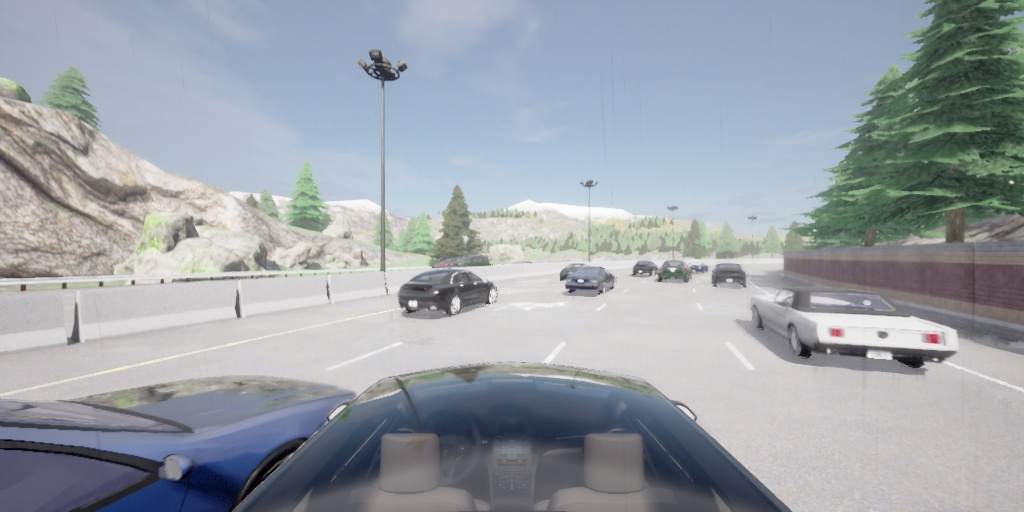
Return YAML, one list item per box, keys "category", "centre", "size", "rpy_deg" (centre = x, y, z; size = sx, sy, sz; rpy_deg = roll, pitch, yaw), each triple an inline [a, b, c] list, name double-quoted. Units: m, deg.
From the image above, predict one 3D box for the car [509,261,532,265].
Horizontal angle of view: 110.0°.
- category: "car"
  centre: [1.026, 1.268, 42.749]
  size: [2.033, 1.411, 5.357]
  rpy_deg: [0, 0, 33]

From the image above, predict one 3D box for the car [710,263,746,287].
- category: "car"
  centre: [14.611, 1.242, 24.247]
  size: [1.837, 1.490, 4.892]
  rpy_deg: [0, 0, 29]

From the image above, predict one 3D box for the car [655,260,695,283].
- category: "car"
  centre: [12.925, 1.086, 28.284]
  size: [2.097, 1.767, 4.553]
  rpy_deg: [0, 0, 30]

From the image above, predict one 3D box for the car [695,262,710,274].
- category: "car"
  centre: [21.005, 1.329, 40.547]
  size: [1.895, 1.301, 4.718]
  rpy_deg: [0, 0, 36]

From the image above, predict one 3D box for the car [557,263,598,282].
- category: "car"
  centre: [5.426, 1.295, 29.278]
  size: [1.994, 1.385, 4.181]
  rpy_deg: [0, 0, 29]

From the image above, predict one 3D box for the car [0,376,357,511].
- category: "car"
  centre: [-2.913, 1.296, 1.150]
  size: [2.033, 1.411, 5.357]
  rpy_deg: [0, 0, 17]

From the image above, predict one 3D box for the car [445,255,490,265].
- category: "car"
  centre: [-4.613, 0.943, 40.335]
  size: [2.150, 2.045, 5.566]
  rpy_deg: [0, 0, 31]

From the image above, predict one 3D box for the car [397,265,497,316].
- category: "car"
  centre: [-2.186, 1.245, 13.431]
  size: [1.837, 1.490, 4.892]
  rpy_deg: [0, 0, 22]

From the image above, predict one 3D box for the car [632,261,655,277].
- category: "car"
  centre: [13.408, 1.232, 35.760]
  size: [1.837, 1.490, 4.892]
  rpy_deg: [0, -1, 33]

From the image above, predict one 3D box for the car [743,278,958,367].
- category: "car"
  centre: [6.939, 1.348, 8.045]
  size: [1.895, 1.301, 4.718]
  rpy_deg: [0, 0, 21]

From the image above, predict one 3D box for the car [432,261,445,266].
- category: "car"
  centre: [-7.195, 1.070, 42.757]
  size: [2.097, 1.767, 4.553]
  rpy_deg: [0, 0, 32]

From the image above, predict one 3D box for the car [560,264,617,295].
- category: "car"
  centre: [4.514, 1.285, 20.061]
  size: [2.033, 1.411, 5.357]
  rpy_deg: [0, 0, 26]
